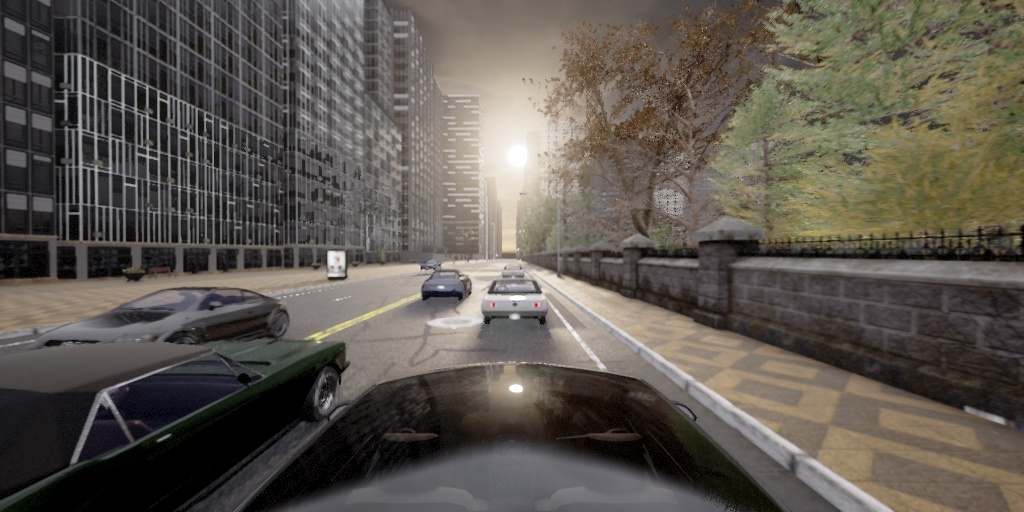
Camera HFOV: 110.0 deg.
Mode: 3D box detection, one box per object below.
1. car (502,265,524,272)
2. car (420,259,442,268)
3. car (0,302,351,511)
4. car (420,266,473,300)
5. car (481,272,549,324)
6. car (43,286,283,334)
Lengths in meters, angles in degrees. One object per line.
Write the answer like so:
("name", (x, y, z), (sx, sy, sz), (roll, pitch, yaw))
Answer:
("car", (0.097, 1.445, 31.443), (1.895, 1.301, 4.718), (0, 0, 0))
("car", (-9.748, 1.080, 43.423), (1.882, 1.535, 5.008), (0, 0, 0))
("car", (-3.149, 1.354, 2.835), (1.895, 1.301, 4.718), (0, 0, 0))
("car", (-3.147, 1.363, 17.932), (1.994, 1.385, 4.181), (0, 0, 0))
("car", (0.087, 1.381, 12.066), (1.895, 1.301, 4.718), (0, 0, 0))
("car", (-6.600, 1.330, 7.348), (1.994, 1.385, 4.181), (0, 0, 0))
